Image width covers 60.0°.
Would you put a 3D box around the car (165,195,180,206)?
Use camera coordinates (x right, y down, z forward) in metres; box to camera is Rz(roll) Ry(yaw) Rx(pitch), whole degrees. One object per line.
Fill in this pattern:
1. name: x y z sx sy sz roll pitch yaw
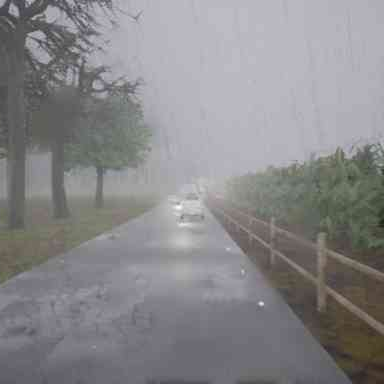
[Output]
1. car: -2.736 1.189 47.554 1.812 1.442 4.674 0 1 0

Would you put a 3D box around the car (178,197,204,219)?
1. car: 0.049 1.413 28.079 1.812 1.442 4.674 0 0 1

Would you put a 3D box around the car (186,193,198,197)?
1. car: 0.029 0.902 55.735 2.033 1.649 4.856 0 2 0
